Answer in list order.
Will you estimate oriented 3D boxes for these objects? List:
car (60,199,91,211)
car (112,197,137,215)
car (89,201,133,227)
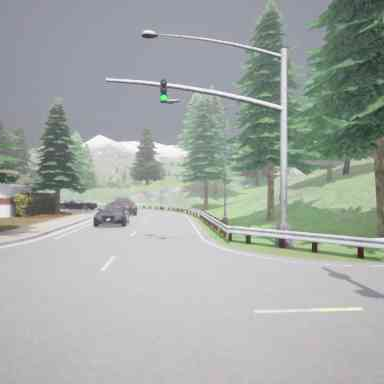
[{"bbox_3d":[-13.734,1.544,39.682,4.718,1.301,1.895,0,0,11],"label":"car"},{"bbox_3d":[-6.742,1.302,32.319,2.097,1.767,4.553,0,0,-22],"label":"car"},{"bbox_3d":[-5.367,1.528,22.590,1.994,1.385,4.181,0,0,-5],"label":"car"}]
